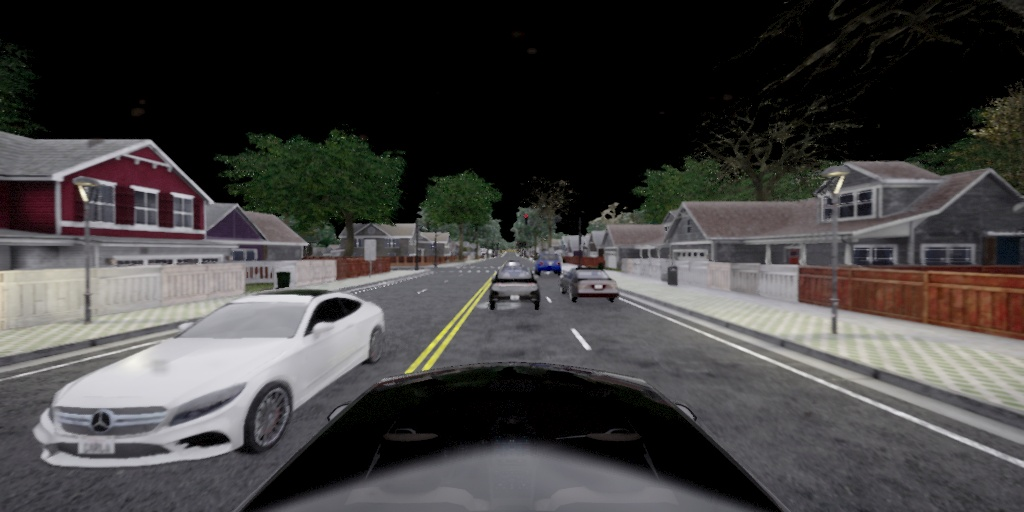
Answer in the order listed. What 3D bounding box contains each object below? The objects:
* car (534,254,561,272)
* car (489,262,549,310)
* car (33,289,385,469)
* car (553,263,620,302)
[{"bbox_3d":[3.347,0.808,33.873,2.150,2.045,5.566,0,0,0],"label":"car"},{"bbox_3d":[0.100,1.178,14.422,2.128,1.511,4.902,0,0,0],"label":"car"},{"bbox_3d":[-3.344,1.259,5.216,1.812,1.442,4.674,0,0,0],"label":"car"},{"bbox_3d":[3.352,1.226,16.412,2.033,1.411,5.357,0,0,0],"label":"car"}]
